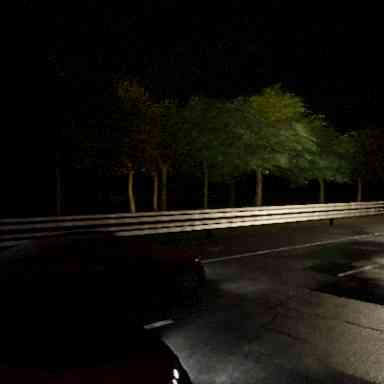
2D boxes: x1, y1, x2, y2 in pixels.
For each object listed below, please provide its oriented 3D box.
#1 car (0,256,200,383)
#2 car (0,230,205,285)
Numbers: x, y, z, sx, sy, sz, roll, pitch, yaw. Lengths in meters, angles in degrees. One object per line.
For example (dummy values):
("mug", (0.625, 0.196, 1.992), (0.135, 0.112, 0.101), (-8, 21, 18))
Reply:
("car", (-2.004, 1.566, 2.317), (4.181, 1.385, 1.994), (0, 0, -36))
("car", (-1.900, 1.515, 6.691), (4.674, 1.442, 1.812), (0, 0, -36))
